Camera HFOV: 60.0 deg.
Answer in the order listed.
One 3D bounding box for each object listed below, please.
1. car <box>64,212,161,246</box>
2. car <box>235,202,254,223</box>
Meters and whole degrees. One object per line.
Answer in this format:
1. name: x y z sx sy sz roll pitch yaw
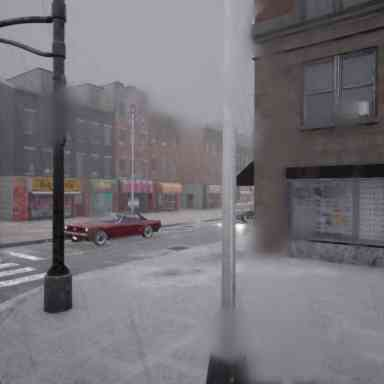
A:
1. car: -3.650 1.633 15.774 1.895 1.301 4.718 0 0 35
2. car: 4.199 1.581 26.805 1.837 1.490 4.892 0 0 35
